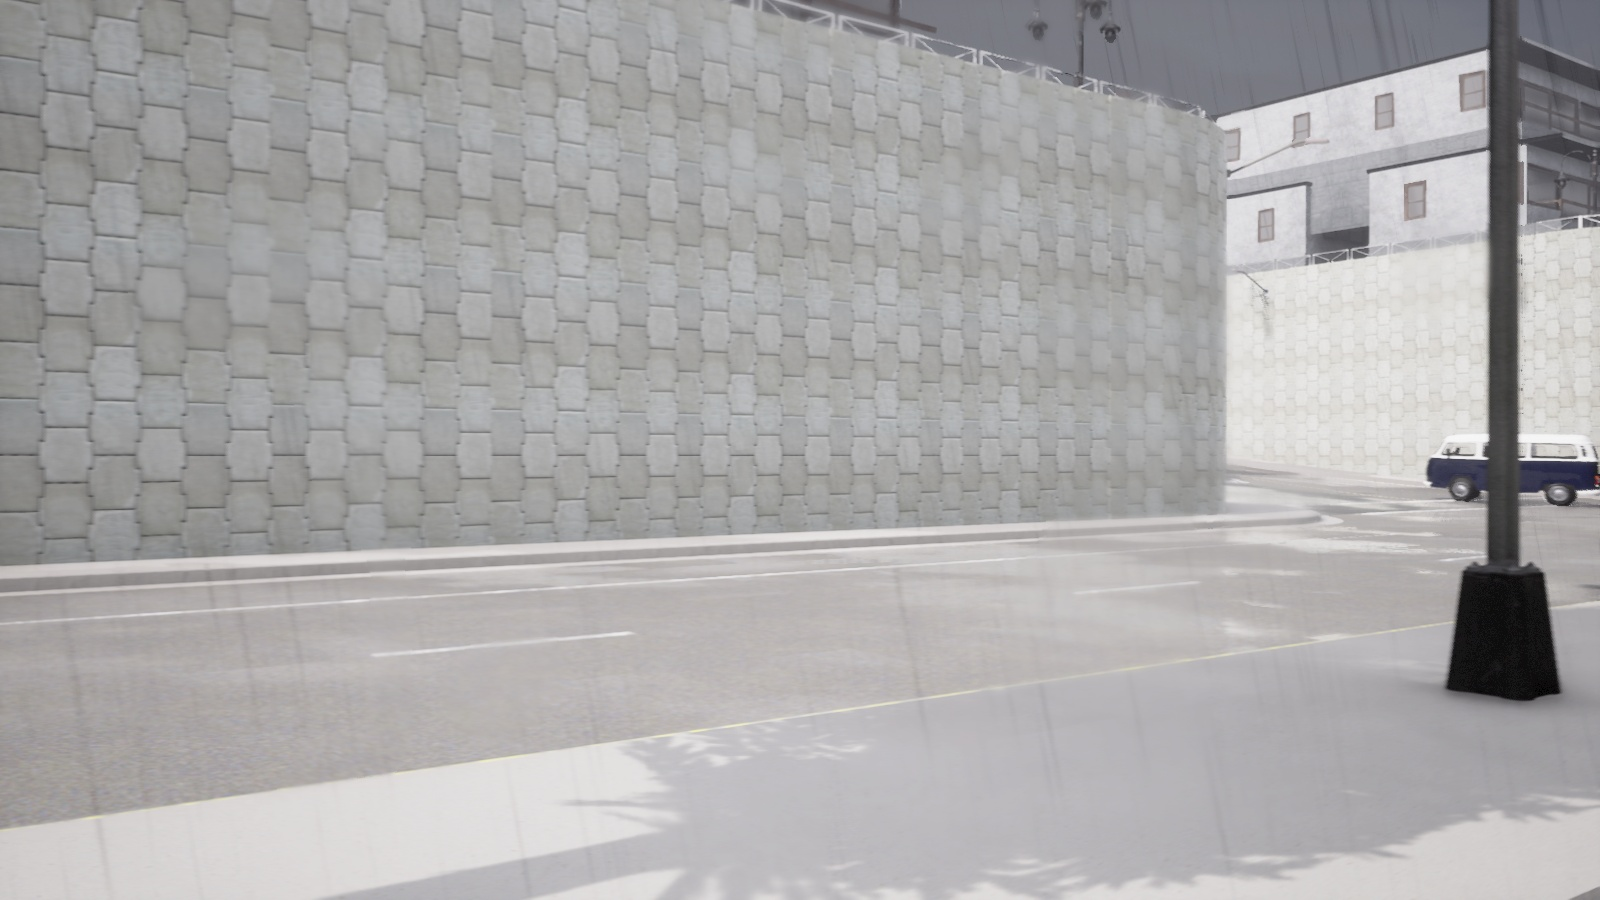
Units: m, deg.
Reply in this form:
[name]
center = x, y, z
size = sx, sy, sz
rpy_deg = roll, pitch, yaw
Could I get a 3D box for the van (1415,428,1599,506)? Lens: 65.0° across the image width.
[van]
center = 20.621, 0.444, 36.654
size = 4.480, 2.038, 2.069
rpy_deg = 2, 3, 36
